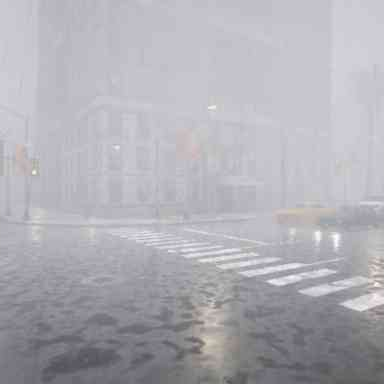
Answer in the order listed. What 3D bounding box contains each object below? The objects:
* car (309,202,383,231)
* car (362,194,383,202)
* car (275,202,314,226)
[{"bbox_3d":[10.068,1.547,20.934,5.357,1.411,2.033,0,0,-34],"label":"car"},{"bbox_3d":[16.672,1.221,29.440,5.566,2.045,2.150,0,0,-33],"label":"car"},{"bbox_3d":[8.158,1.477,23.863,5.008,1.535,1.882,0,0,-33],"label":"car"}]
